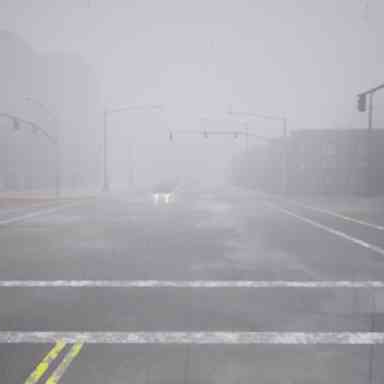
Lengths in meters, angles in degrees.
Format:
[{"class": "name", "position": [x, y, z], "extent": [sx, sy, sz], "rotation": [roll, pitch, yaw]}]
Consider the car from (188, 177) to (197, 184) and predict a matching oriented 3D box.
[{"class": "car", "position": [0.094, -2.840, 80.804], "extent": [2.128, 1.511, 4.902], "rotation": [0, 3, 0]}]

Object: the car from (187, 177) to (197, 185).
[{"class": "car", "position": [0.089, -2.261, 70.638], "extent": [1.812, 1.442, 4.674], "rotation": [0, 3, 0]}]

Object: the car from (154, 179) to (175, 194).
[{"class": "car", "position": [-3.550, -0.532, 41.040], "extent": [1.994, 1.385, 4.181], "rotation": [0, 3, 0]}]

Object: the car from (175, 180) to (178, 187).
[{"class": "car", "position": [-3.535, -1.157, 50.953], "extent": [1.837, 1.490, 4.892], "rotation": [0, 3, 0]}]
